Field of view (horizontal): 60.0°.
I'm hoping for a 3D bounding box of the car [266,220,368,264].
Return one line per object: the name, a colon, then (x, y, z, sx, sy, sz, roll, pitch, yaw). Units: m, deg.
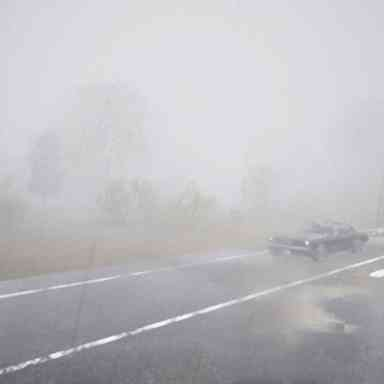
car: (4.936, 1.788, 12.876, 4.718, 1.301, 1.895, 1, -1, -41)
